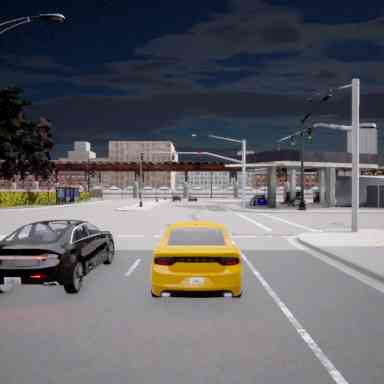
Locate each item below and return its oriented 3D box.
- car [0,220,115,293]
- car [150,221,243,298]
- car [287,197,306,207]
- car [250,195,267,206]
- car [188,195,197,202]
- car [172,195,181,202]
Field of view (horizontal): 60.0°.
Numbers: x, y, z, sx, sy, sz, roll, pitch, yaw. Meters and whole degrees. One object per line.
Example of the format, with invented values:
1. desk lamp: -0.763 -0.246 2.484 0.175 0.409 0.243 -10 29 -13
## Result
1. car: -3.399 1.474 8.770 2.128 1.511 4.902 0 0 0
2. car: 0.100 1.468 8.553 1.882 1.535 5.008 0 0 0
3. car: 15.562 1.425 49.576 1.970 1.475 3.806 0 0 0
4. car: 9.816 1.253 48.826 2.242 1.667 4.611 0 0 0
5. car: 0.157 1.446 73.522 1.994 1.385 4.181 0 0 0
6. car: -3.342 1.386 73.529 1.837 1.490 4.892 0 0 0
